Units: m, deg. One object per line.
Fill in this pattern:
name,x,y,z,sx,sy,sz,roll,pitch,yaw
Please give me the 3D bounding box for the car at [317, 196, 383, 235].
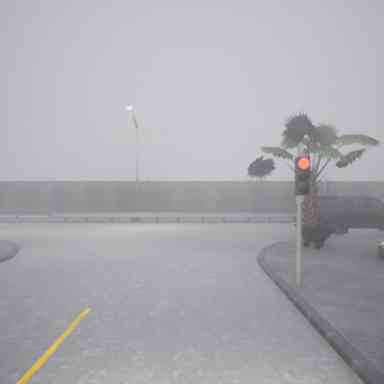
car,9.228,1.235,18.280,5.566,2.045,2.150,0,0,0
